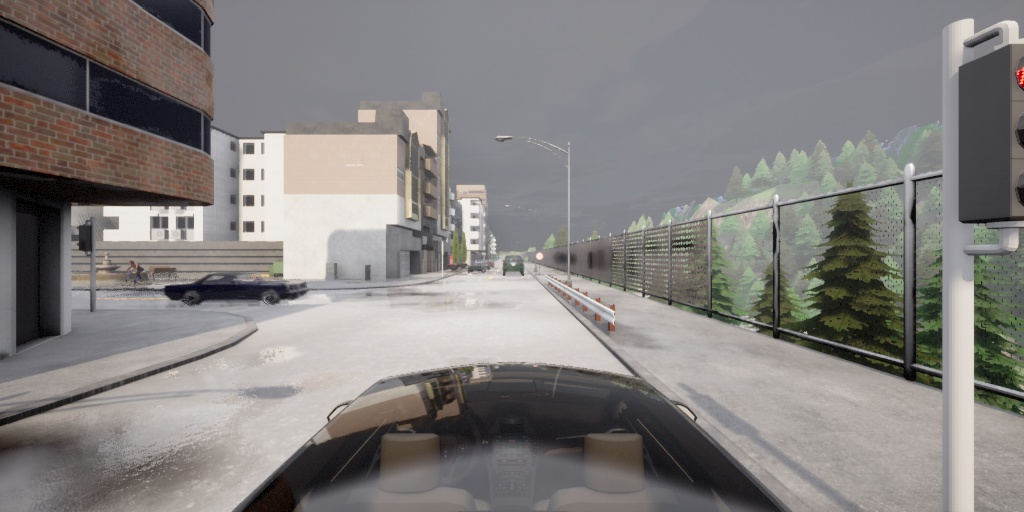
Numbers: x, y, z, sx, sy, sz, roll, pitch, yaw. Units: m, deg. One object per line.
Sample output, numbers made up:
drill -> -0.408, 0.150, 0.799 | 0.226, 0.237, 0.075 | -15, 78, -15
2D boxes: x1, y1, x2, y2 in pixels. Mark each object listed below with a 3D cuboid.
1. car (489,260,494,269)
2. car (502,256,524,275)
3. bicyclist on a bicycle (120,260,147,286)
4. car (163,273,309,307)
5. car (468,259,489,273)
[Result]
car -> -4.097, 1.241, 51.757 | 2.128, 1.511, 4.902 | 0, 0, 0
car -> 0.123, 0.973, 38.551 | 2.150, 2.045, 5.566 | 0, 0, 0
bicyclist on a bicycle -> -24.285, 1.099, 23.055 | 0.582, 1.620, 1.656 | 0, 0, 0
car -> -11.288, 1.351, 15.033 | 4.718, 1.301, 1.895 | 0, 0, -6
car -> -4.101, 1.351, 42.408 | 1.895, 1.301, 4.718 | 0, 0, 0
